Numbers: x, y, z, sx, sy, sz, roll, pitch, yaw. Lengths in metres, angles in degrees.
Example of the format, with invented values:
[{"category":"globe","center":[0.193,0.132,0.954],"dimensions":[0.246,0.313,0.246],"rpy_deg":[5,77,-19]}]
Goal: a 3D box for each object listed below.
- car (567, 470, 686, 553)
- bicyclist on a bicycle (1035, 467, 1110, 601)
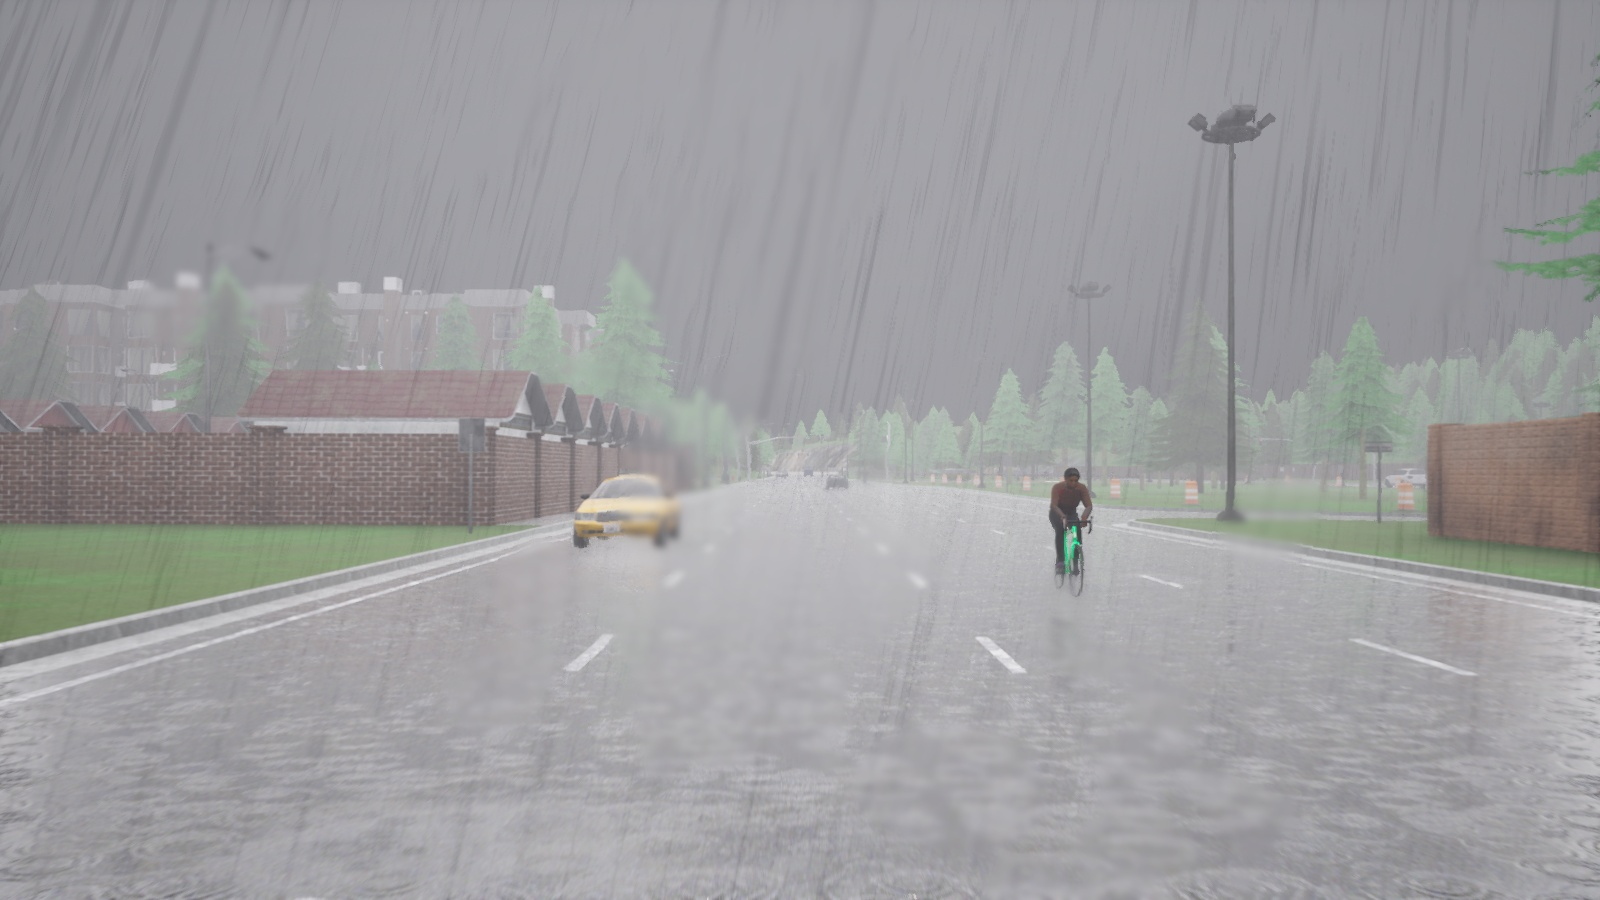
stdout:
[{"category":"car","center":[-3.566,1.218,26.706],"dimensions":[1.801,1.575,5.366],"rpy_deg":[0,-1,0]},{"category":"bicyclist on a bicycle","center":[3.460,1.026,16.075],"dimensions":[0.582,1.620,1.656],"rpy_deg":[0,-1,0]}]
